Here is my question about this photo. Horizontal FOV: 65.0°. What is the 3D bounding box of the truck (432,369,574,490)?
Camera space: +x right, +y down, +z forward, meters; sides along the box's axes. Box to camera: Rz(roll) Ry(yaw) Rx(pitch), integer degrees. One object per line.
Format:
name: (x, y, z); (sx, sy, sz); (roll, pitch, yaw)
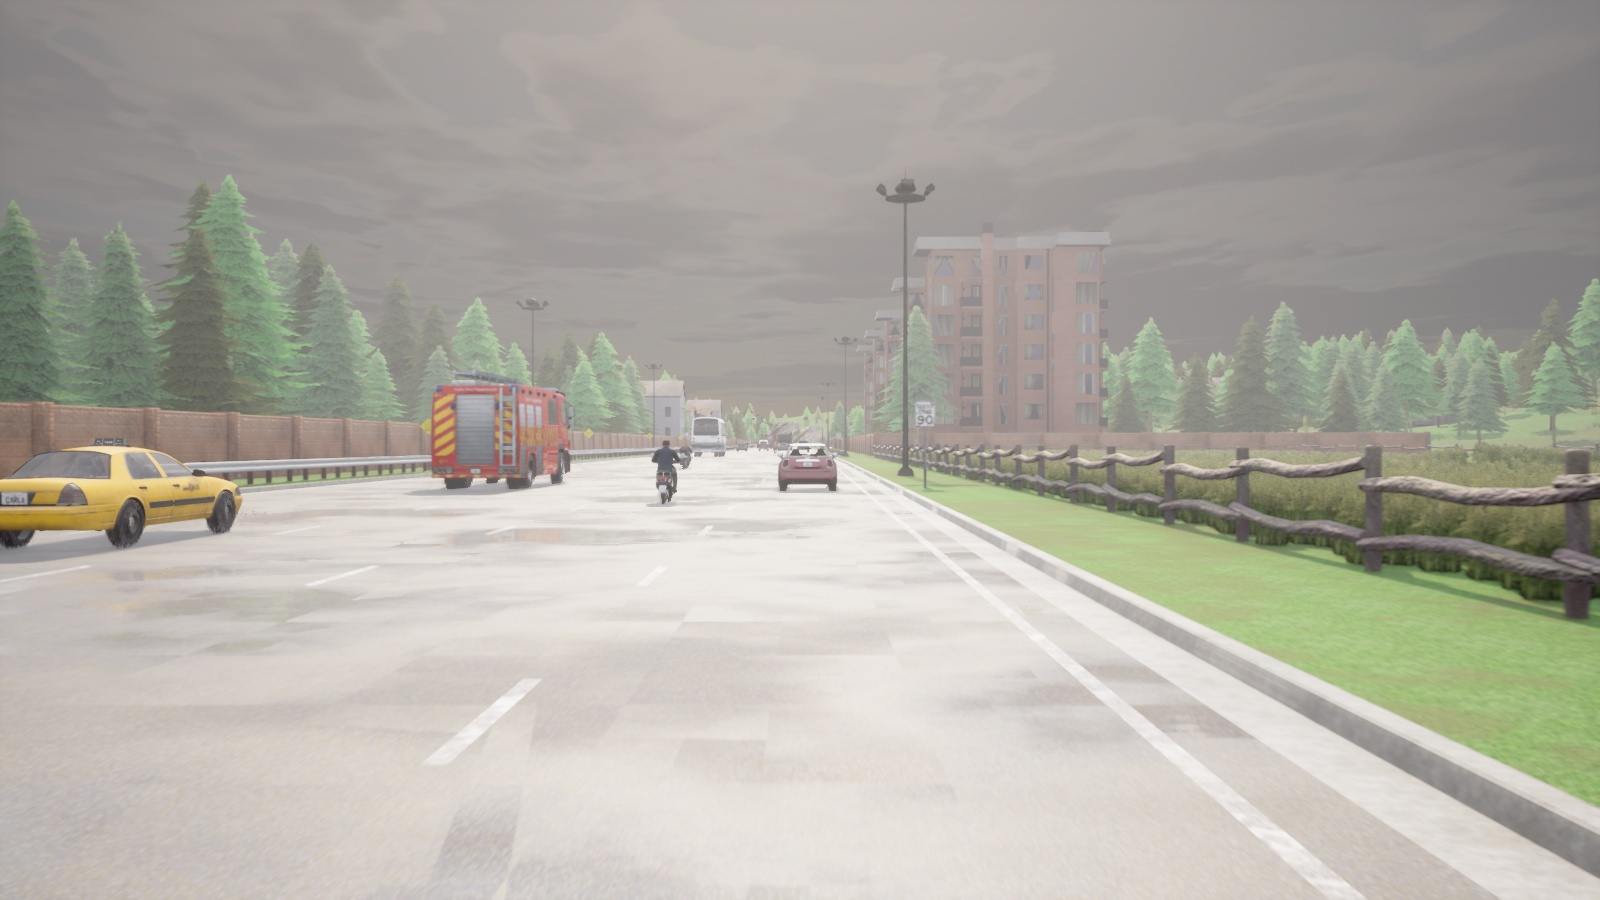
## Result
truck: (-10.194, -0.675, 44.091); (2.891, 3.827, 8.468); (0, 0, 1)

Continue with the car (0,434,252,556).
car: (-10.377, 0.570, 19.000); (1.801, 1.575, 5.366); (0, 0, 0)

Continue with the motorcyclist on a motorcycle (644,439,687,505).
motorcyclist on a motorcycle: (-3.308, 0.522, 31.123); (0.866, 1.590, 1.817); (0, 0, 0)

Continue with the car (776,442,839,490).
car: (0.248, 0.481, 40.923); (1.970, 1.475, 3.806); (0, 0, 0)
